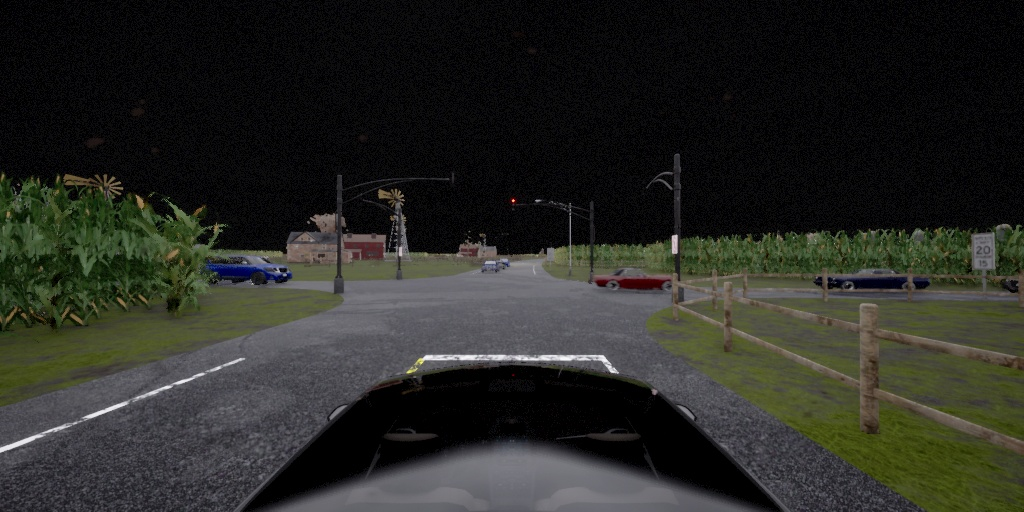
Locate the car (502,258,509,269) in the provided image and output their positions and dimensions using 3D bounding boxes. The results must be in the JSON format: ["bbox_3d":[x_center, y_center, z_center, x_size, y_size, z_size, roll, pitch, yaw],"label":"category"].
[{"bbox_3d":[-2.065,1.303,53.917,1.994,1.385,4.181,0,0,5],"label":"car"}]

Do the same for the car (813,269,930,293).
[{"bbox_3d":[20.381,1.401,20.577,4.718,1.301,1.895,0,-1,9],"label":"car"}]

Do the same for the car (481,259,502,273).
[{"bbox_3d":[-2.595,1.271,43.910,1.812,1.442,4.674,0,0,3],"label":"car"}]

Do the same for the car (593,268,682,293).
[{"bbox_3d":[6.977,1.345,20.125,4.718,1.301,1.895,0,-1,10],"label":"car"}]

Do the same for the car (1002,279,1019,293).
[{"bbox_3d":[29.349,1.377,19.028,4.181,1.385,1.994,0,-1,10],"label":"car"}]

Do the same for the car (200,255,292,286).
[{"bbox_3d":[-18.158,0.937,24.568,5.566,2.045,2.150,0,-1,6],"label":"car"}]

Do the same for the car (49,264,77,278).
[{"bbox_3d":[-33.022,1.198,26.752,4.892,1.490,1.837,0,-1,10],"label":"car"}]
